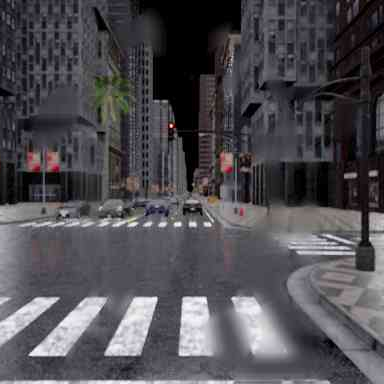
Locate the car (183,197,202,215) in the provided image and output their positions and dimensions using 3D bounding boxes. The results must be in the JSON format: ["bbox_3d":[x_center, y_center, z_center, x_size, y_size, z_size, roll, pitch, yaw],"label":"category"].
[{"bbox_3d":[0.065,1.487,34.251,1.882,1.535,5.008,0,0,0],"label":"car"}]

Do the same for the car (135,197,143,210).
[{"bbox_3d":[-6.642,1.598,44.794,2.033,1.411,5.357,0,0,0],"label":"car"}]

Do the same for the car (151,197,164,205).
[{"bbox_3d":[-6.590,1.739,63.288,1.994,1.385,4.181,0,-1,0],"label":"car"}]

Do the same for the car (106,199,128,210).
[{"bbox_3d":[-9.890,1.611,44.066,1.994,1.385,4.181,0,0,0],"label":"car"}]

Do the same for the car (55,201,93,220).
[{"bbox_3d":[-9.880,1.488,28.084,2.128,1.511,4.902,0,0,0],"label":"car"}]

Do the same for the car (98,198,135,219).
[{"bbox_3d":[-6.629,1.351,28.866,2.097,1.767,4.553,0,0,0],"label":"car"}]

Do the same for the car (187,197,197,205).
[{"bbox_3d":[-0.008,1.687,61.689,1.812,1.442,4.674,0,0,0],"label":"car"}]

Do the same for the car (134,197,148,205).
[{"bbox_3d":[-9.824,1.731,64.415,2.033,1.411,5.357,0,-1,0],"label":"car"}]

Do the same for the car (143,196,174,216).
[{"bbox_3d":[-3.185,1.357,32.440,2.097,1.767,4.553,0,0,0],"label":"car"}]

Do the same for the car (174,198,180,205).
[{"bbox_3d":[-3.313,1.716,60.450,1.994,1.385,4.181,0,0,0],"label":"car"}]
